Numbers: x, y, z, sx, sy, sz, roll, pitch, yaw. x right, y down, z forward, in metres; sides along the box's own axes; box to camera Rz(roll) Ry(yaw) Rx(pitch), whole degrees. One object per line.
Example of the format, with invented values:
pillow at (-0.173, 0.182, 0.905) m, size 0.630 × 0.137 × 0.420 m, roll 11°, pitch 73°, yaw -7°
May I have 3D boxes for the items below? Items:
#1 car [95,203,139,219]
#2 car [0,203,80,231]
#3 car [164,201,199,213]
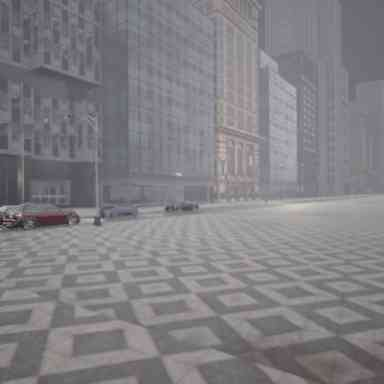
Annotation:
car at (-6.985, 1.714, 31.245) m, size 1.994 × 1.385 × 4.181 m, roll -1°, pitch 0°, yaw 37°
car at (-9.748, 1.482, 21.976) m, size 2.097 × 1.767 × 4.553 m, roll -1°, pitch 0°, yaw 36°
car at (-1.214, 1.737, 39.356) m, size 1.895 × 1.301 × 4.718 m, roll -1°, pitch 0°, yaw 36°
